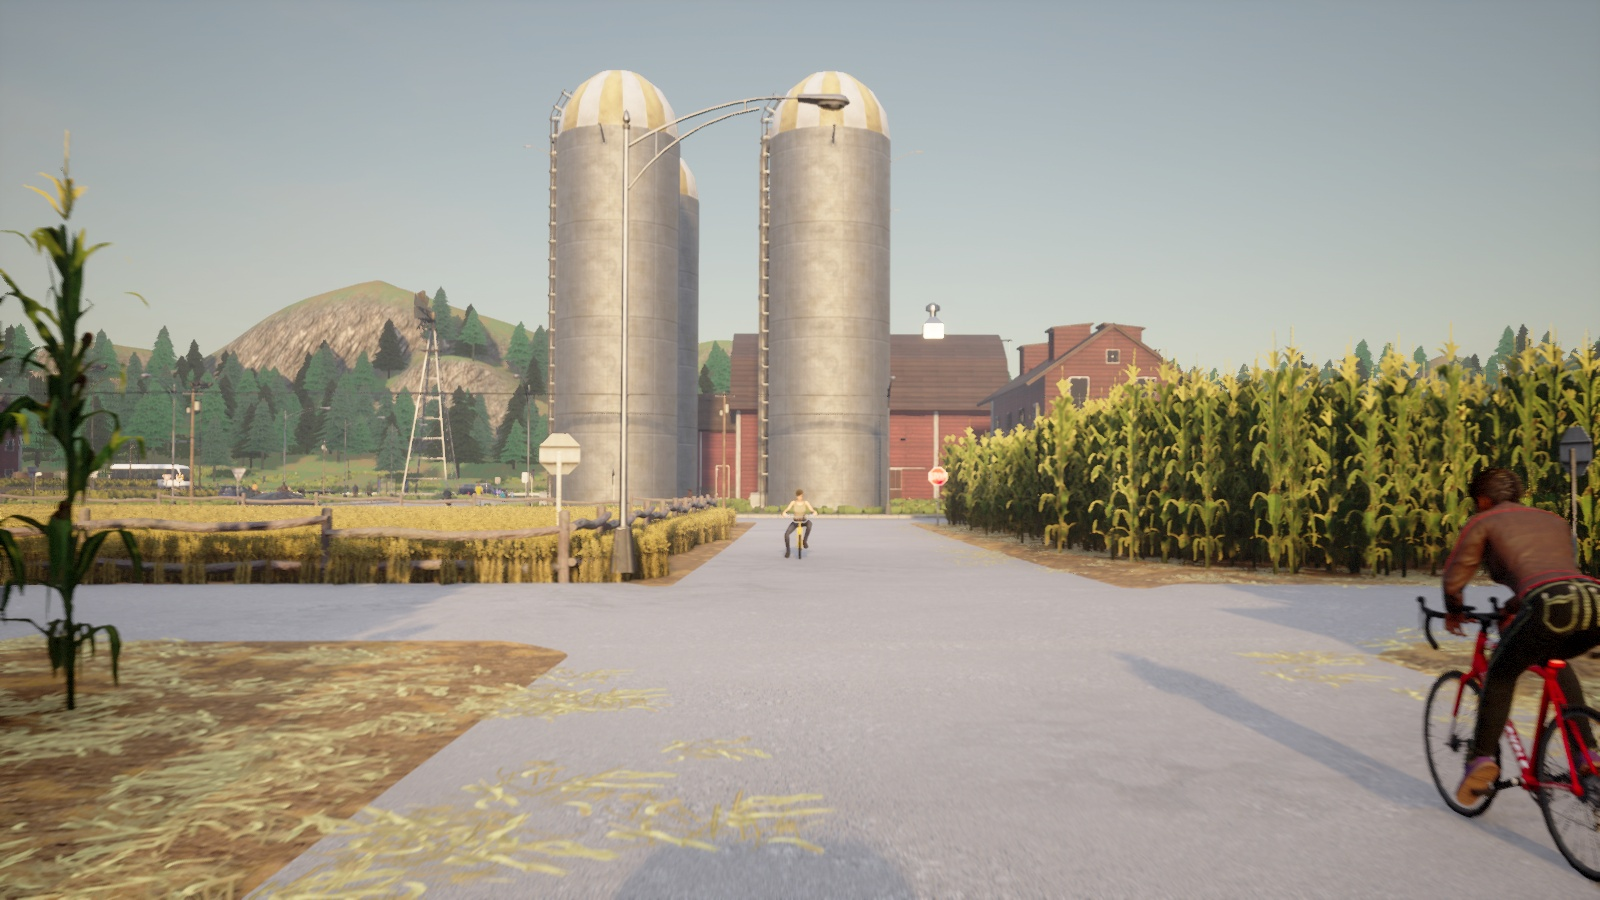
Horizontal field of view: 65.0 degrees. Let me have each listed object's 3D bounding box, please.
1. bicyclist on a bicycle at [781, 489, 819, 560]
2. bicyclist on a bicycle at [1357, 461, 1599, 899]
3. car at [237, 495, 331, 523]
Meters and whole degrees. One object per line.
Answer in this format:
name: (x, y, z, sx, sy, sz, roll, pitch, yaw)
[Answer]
bicyclist on a bicycle: (0.002, 1.722, 29.339, 0.866, 1.612, 1.509, 0, -2, 0)
bicyclist on a bicycle: (3.104, 0.878, 5.488, 0.582, 1.620, 1.656, 0, -2, 0)
car: (-27.479, 3.124, 66.924, 1.994, 1.385, 4.181, -2, -2, 41)
